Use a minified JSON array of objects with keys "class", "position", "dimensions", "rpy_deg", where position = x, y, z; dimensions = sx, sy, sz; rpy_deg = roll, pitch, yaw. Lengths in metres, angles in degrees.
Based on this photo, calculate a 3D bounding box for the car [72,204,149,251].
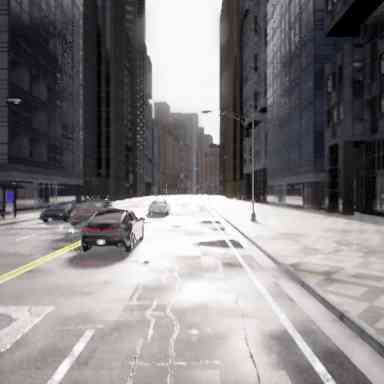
[{"class":"car","position":[-3.165,1.486,13.989],"dimensions":[1.837,1.490,4.892],"rpy_deg":[0,0,0]}]

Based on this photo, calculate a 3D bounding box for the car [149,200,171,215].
[{"class":"car","position":[-3.183,1.478,32.510],"dimensions":[1.812,1.442,4.674],"rpy_deg":[0,0,0]}]

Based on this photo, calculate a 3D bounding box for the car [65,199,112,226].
[{"class":"car","position":[-6.589,1.319,22.631],"dimensions":[2.097,1.767,4.553],"rpy_deg":[0,0,0]}]

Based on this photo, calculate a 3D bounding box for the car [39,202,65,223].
[{"class":"car","position":[-9.820,1.511,25.764],"dimensions":[2.033,1.411,5.357],"rpy_deg":[0,0,0]}]
